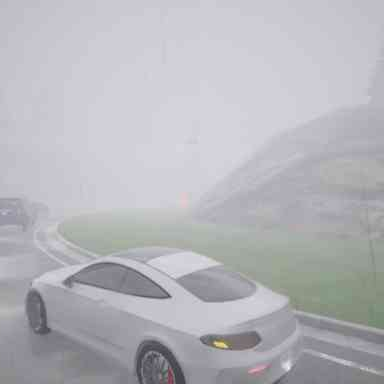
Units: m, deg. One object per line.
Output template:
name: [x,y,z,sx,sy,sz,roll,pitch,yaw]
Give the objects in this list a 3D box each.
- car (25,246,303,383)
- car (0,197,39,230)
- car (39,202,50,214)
car: [-0.747,1.568,4.985,4.674,1.442,1.812,0,0,41]
car: [-11.628,1.349,21.675,2.150,2.045,5.566,0,0,-19]
car: [-17.103,1.746,35.883,1.812,1.442,4.674,0,0,1]
